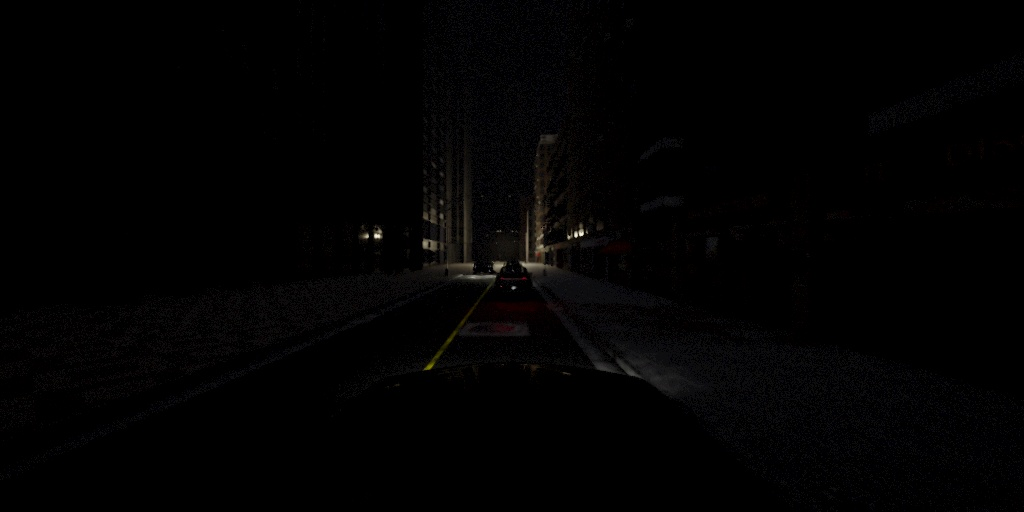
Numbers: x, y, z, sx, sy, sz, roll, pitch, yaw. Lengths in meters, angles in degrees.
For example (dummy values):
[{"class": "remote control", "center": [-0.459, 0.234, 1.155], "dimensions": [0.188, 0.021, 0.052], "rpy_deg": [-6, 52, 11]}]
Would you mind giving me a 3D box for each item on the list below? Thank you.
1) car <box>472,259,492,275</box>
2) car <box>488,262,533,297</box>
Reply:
[{"class": "car", "center": [-3.084, 1.113, 39.039], "dimensions": [2.097, 1.767, 4.553], "rpy_deg": [0, 0, 0]}, {"class": "car", "center": [0.082, 1.260, 18.899], "dimensions": [2.128, 1.511, 4.902], "rpy_deg": [0, 0, 0]}]
